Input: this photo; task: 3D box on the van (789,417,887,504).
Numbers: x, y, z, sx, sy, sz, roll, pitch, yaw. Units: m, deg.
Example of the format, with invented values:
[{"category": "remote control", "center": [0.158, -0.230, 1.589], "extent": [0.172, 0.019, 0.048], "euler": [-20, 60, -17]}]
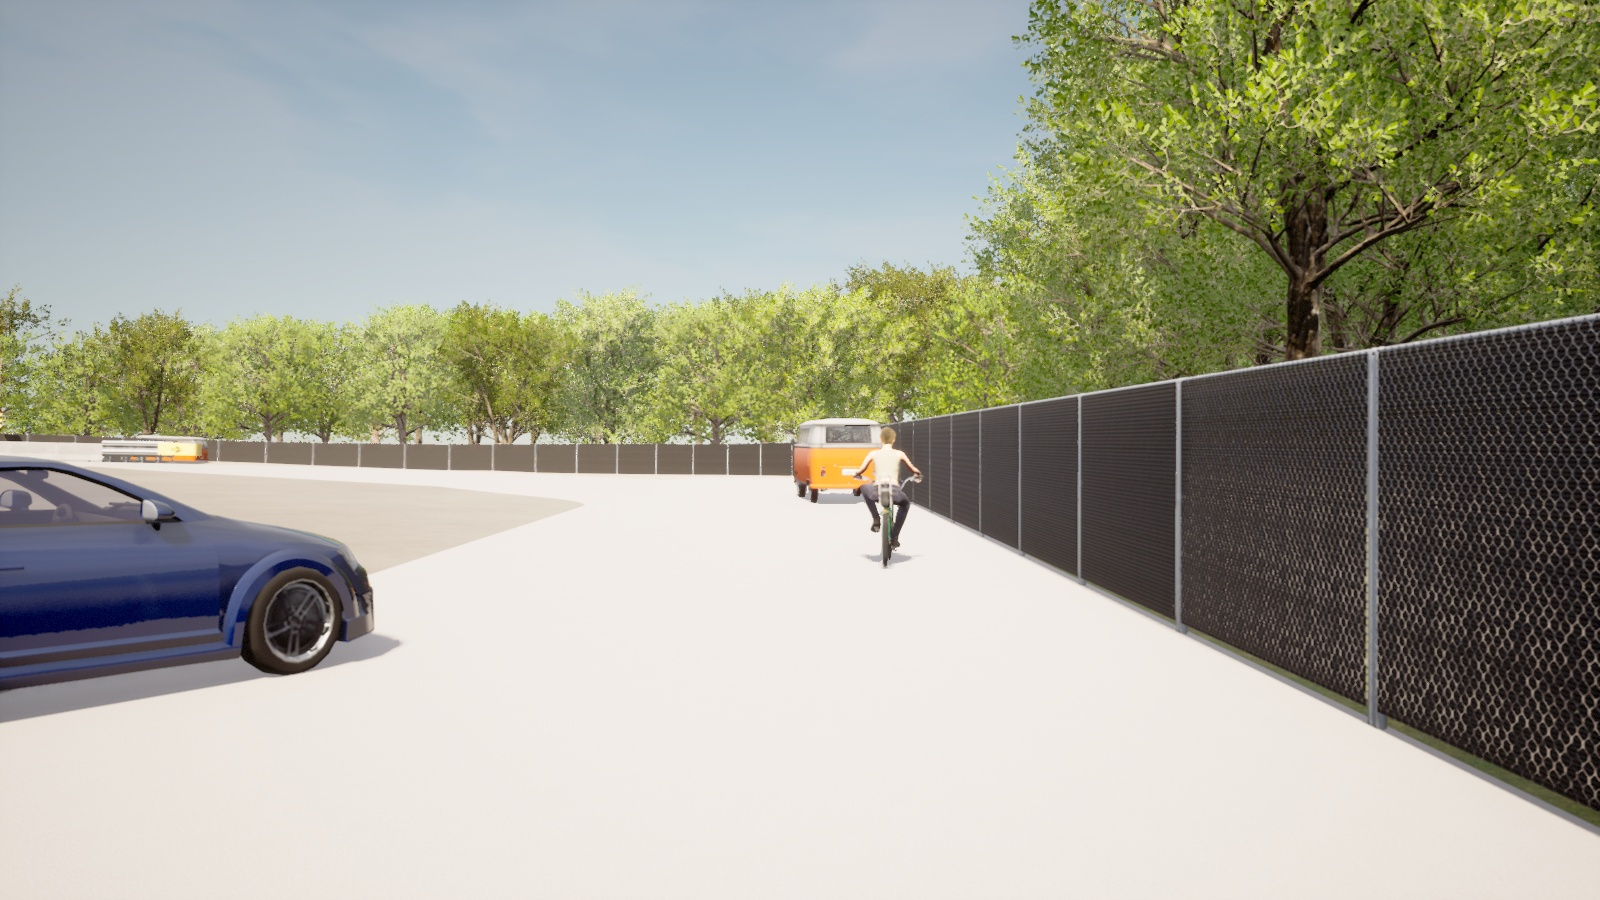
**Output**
[{"category": "van", "center": [0.863, 0.228, 30.930], "extent": [1.775, 1.987, 4.442], "euler": [0, 0, -7]}]

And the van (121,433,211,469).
[{"category": "van", "center": [-37.848, 0.099, 75.006], "extent": [4.442, 1.987, 1.775], "euler": [2, -1, 3]}]

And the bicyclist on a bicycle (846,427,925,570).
[{"category": "bicyclist on a bicycle", "center": [1.045, 0.541, 15.011], "extent": [0.866, 1.612, 1.509], "euler": [0, 0, 7]}]

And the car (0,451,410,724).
[{"category": "car", "center": [-4.688, 0.713, 7.437], "extent": [1.994, 1.385, 4.181], "euler": [1, 0, 34]}]
